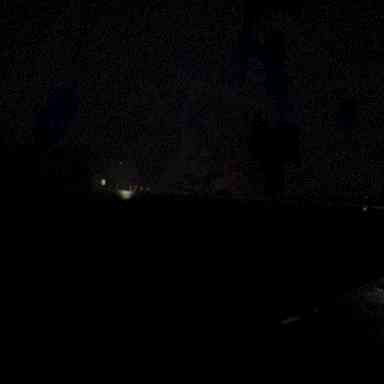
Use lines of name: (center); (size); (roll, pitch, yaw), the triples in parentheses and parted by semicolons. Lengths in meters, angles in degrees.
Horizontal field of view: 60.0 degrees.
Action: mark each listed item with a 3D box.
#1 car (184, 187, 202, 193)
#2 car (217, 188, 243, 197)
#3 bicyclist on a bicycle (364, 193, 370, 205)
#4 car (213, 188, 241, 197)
car: (0.197, -0.446, 70.536); (1.994, 1.385, 4.181); (0, 2, -36)
car: (6.890, 0.036, 61.249); (1.882, 1.535, 5.008); (0, 1, -35)
bicyclist on a bicycle: (23.129, 0.891, 43.863); (1.656, 1.620, 0.582); (1, 1, -36)
car: (5.637, 0.097, 58.100); (2.128, 1.511, 4.902); (0, 2, -35)
